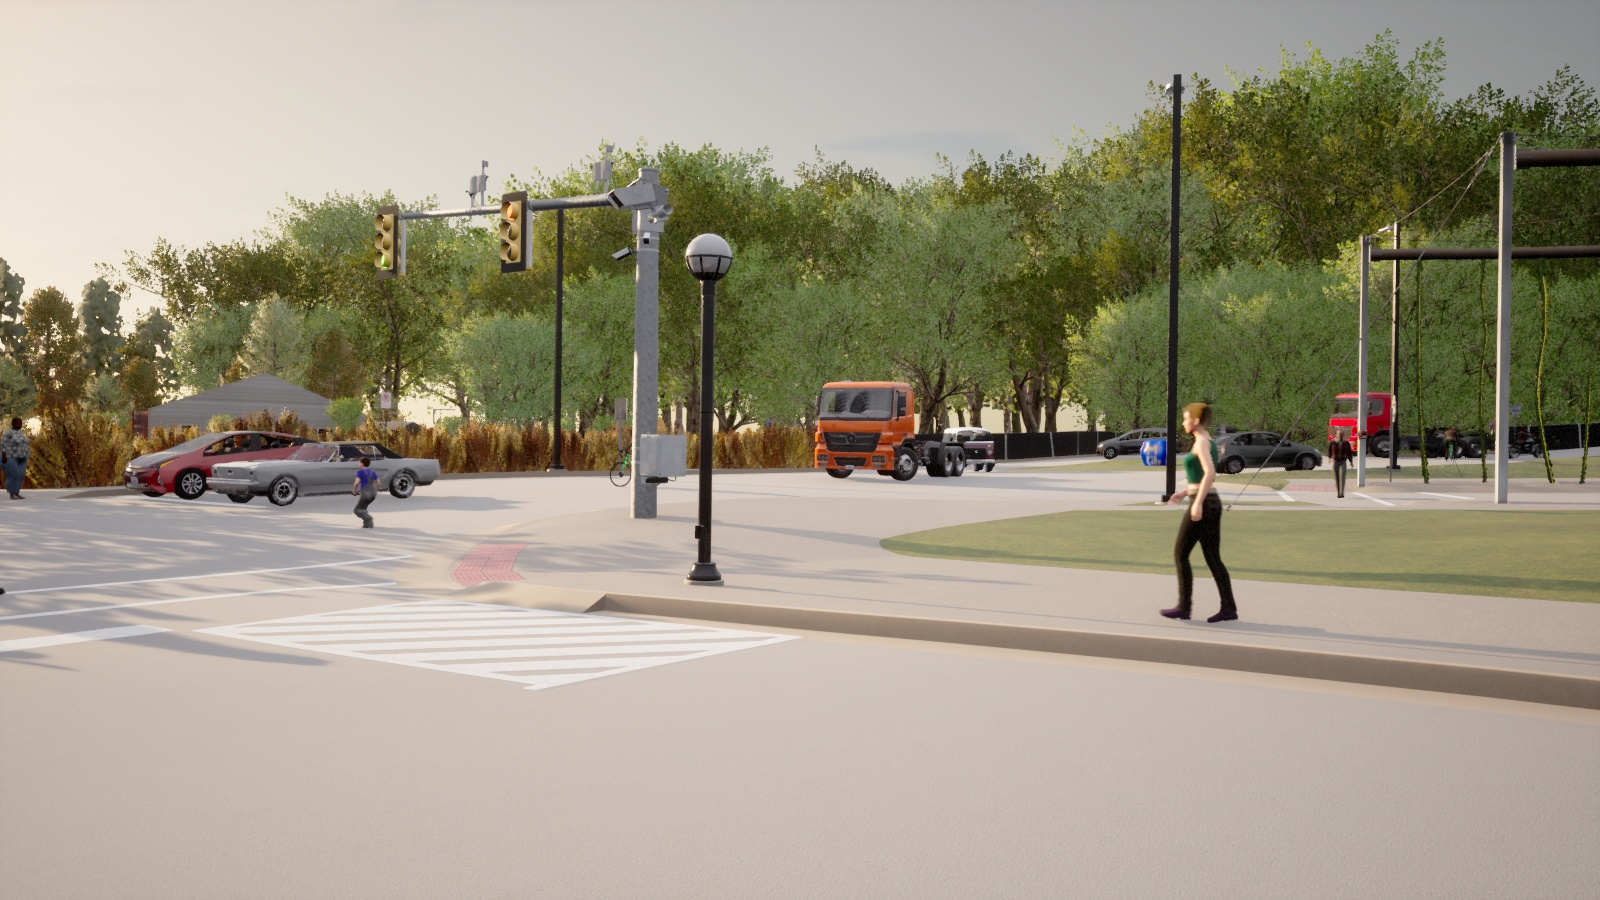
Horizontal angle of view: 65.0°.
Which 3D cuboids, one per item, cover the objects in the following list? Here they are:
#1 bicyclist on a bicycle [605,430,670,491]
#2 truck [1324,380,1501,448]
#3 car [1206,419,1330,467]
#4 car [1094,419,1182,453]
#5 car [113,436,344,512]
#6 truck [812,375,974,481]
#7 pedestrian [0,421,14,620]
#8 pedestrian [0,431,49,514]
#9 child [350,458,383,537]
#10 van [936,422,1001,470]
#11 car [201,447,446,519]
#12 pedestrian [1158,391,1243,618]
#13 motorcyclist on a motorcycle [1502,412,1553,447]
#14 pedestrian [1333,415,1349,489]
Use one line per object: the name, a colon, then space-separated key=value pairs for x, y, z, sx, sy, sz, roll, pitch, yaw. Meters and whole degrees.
bicyclist on a bicycle: x=-4.404 y=0.283 z=34.001 sx=1.656 sy=1.620 sz=0.582 roll=0 pitch=1 yaw=-33
truck: x=31.970 y=-1.880 z=65.687 sx=7.936 sy=3.462 sz=2.891 roll=0 pitch=1 yaw=-6
car: x=17.832 y=-0.278 z=48.001 sx=3.988 sy=1.617 sz=1.851 roll=-3 pitch=1 yaw=2
car: x=19.068 y=-0.788 z=70.795 sx=4.611 sy=1.667 sz=2.242 roll=-3 pitch=2 yaw=19
car: x=-13.418 y=0.513 z=29.721 sx=2.007 sy=1.525 sz=4.514 roll=0 pitch=2 yaw=37
truck: x=3.540 y=-0.790 z=45.304 sx=2.891 sy=3.462 sz=7.936 roll=0 pitch=1 yaw=28
pedestrian: x=-8.312 y=0.691 z=12.288 sx=0.659 sy=1.952 sz=0.873 roll=0 pitch=0 yaw=39
pedestrian: x=-17.670 y=0.498 z=28.311 sx=0.900 sy=1.855 sz=0.874 roll=0 pitch=0 yaw=10
child: x=-7.024 y=0.759 z=20.352 sx=0.437 sy=1.263 sz=0.270 roll=0 pitch=0 yaw=27
van: x=7.529 y=-0.158 z=56.531 sx=2.069 sy=2.038 sz=4.480 roll=-2 pitch=0 yaw=-3
car: x=-10.370 y=0.656 z=27.668 sx=1.895 sy=1.301 sz=4.718 roll=0 pitch=2 yaw=37
pedestrian: x=3.339 y=0.441 z=10.475 sx=0.594 sy=1.836 sz=0.345 roll=0 pitch=0 yaw=37
motorcyclist on a motorcycle: x=36.120 y=-1.005 z=62.367 sx=2.350 sy=1.649 sz=0.766 roll=-2 pitch=1 yaw=-16
pedestrian: x=13.712 y=0.045 z=31.812 sx=0.376 sy=1.854 sz=0.720 roll=0 pitch=0 yaw=24
